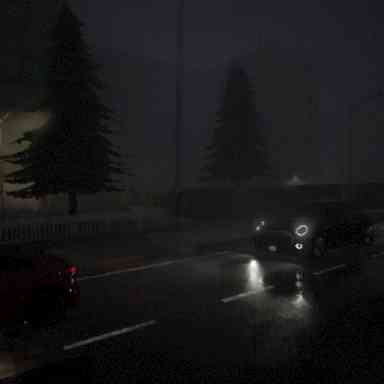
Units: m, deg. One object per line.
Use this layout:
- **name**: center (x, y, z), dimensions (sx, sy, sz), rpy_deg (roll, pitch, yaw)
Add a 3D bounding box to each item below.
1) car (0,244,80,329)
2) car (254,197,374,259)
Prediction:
- **car**: center (-4.064, 1.579, 5.409), dimensions (4.181, 1.385, 1.994), rpy_deg (-2, 1, -35)
- **car**: center (4.241, 1.057, 11.420), dimensions (4.553, 1.767, 2.097), rpy_deg (-2, 1, -36)
